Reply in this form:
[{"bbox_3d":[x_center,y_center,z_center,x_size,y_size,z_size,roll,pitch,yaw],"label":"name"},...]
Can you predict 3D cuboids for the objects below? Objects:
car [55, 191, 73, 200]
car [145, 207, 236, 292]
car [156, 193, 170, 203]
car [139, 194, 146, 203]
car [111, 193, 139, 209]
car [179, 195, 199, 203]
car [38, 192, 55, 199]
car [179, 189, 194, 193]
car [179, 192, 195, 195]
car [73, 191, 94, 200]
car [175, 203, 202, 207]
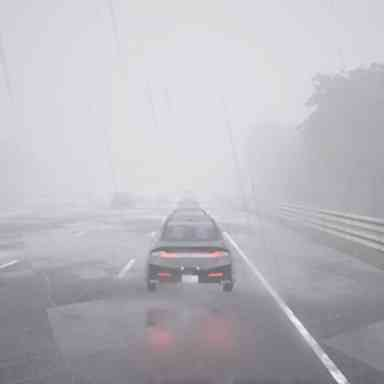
[{"bbox_3d":[-22.209,0.632,59.810,2.128,1.511,4.902,0,1,-1],"label":"car"},{"bbox_3d":[-0.048,1.360,8.527,2.128,1.511,4.902,0,1,0],"label":"car"},{"bbox_3d":[-4.229,0.890,48.732,2.033,1.411,5.357,0,1,-2],"label":"car"},{"bbox_3d":[-7.708,0.941,47.868,1.895,1.301,4.718,0,1,-2],"label":"car"},{"bbox_3d":[-7.392,0.840,36.280,2.097,1.767,4.553,0,1,-1],"label":"car"},{"bbox_3d":[-0.233,1.214,23.864,2.033,1.411,5.357,0,1,-1],"label":"car"},{"bbox_3d":[-25.713,0.611,59.589,1.895,1.301,4.718,-1,1,-1],"label":"car"},{"bbox_3d":[-0.697,0.587,47.938,2.150,2.045,5.566,0,1,-2],"label":"car"},{"bbox_3d":[-0.401,1.068,36.788,1.994,1.385,4.181,0,1,-1],"label":"car"},{"bbox_3d":[-18.690,0.659,58.619,2.128,1.511,4.902,0,1,-1],"label":"car"},{"bbox_3d":[-0.113,1.384,15.016,1.895,1.301,4.718,0,1,-1],"label":"car"}]
